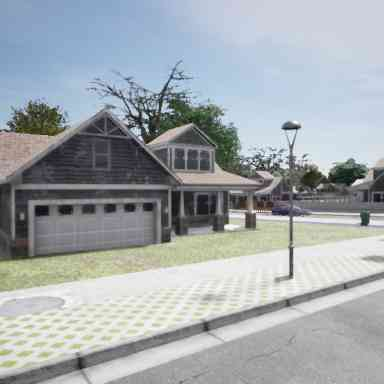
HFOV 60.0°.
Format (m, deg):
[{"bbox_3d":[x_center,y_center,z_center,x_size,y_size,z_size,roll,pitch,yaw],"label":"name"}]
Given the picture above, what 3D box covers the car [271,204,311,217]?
[{"bbox_3d":[10.964,2.082,37.026,1.812,1.442,4.674,0,-1,-35],"label":"car"}]
